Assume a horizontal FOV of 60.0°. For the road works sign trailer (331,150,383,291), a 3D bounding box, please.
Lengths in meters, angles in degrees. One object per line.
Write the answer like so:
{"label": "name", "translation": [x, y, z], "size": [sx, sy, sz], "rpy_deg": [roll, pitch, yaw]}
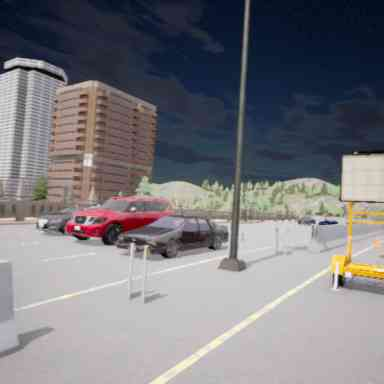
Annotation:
{"label": "road works sign trailer", "translation": [5.181, 0.702, 8.710], "size": [2.380, 3.560, 2.880], "rpy_deg": [2, -2, 35]}

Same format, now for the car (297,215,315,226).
{"label": "car", "translation": [17.902, 4.438, 51.801], "size": [1.837, 1.490, 4.892], "rpy_deg": [2, -3, 35]}

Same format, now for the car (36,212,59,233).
{"label": "car", "translation": [-5.729, 1.440, 17.757], "size": [2.128, 1.511, 4.902], "rpy_deg": [2, -2, 35]}

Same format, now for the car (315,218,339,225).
{"label": "car", "translation": [20.097, 4.536, 48.808], "size": [1.895, 1.301, 4.718], "rpy_deg": [2, -3, 35]}

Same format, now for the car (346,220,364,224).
{"label": "car", "translation": [23.292, 4.666, 47.286], "size": [1.895, 1.301, 4.718], "rpy_deg": [2, -3, 35]}

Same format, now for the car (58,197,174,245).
{"label": "car", "translation": [-2.988, 1.243, 15.561], "size": [2.150, 2.045, 5.566], "rpy_deg": [2, -2, 35]}

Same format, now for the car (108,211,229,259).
{"label": "car", "translation": [-0.435, 1.629, 13.114], "size": [2.033, 1.411, 5.357], "rpy_deg": [2, -2, 35]}
